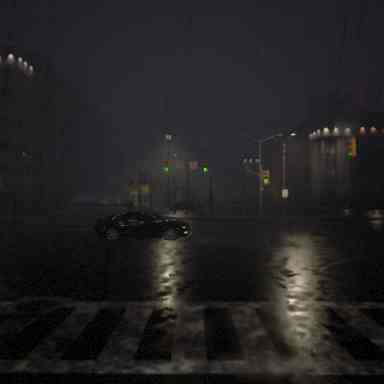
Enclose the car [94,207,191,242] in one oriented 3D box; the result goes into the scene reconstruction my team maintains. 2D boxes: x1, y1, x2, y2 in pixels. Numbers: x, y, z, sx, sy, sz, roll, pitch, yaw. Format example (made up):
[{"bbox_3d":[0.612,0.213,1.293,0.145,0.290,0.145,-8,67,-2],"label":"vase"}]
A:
[{"bbox_3d":[-2.507,1.704,17.106,4.892,1.490,1.837,0,-1,0],"label":"car"}]
